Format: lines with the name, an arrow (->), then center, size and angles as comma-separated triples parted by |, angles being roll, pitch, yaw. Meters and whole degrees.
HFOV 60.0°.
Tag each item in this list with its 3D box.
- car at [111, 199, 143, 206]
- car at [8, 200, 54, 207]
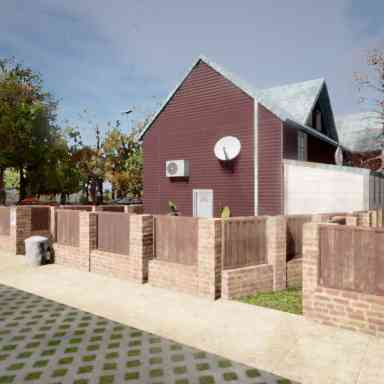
car -> -7.770, 1.601, 40.470 | 2.128, 1.511, 4.902 | 0, 0, 36
car -> -15.068, 1.546, 30.268 | 1.882, 1.535, 5.008 | 0, -1, 36
